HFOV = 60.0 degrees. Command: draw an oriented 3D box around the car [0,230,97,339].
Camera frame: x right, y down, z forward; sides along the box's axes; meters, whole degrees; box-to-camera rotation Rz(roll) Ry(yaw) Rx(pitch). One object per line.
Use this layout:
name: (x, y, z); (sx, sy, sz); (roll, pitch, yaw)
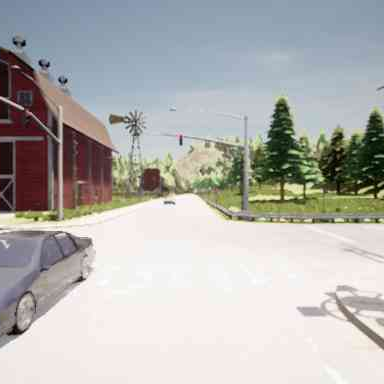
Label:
car: (-3.514, 1.550, 6.915); (2.033, 1.411, 5.357); (0, 1, 0)

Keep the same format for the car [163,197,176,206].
car: (-3.497, 1.394, 52.281); (1.895, 1.301, 4.718); (0, 0, 0)
